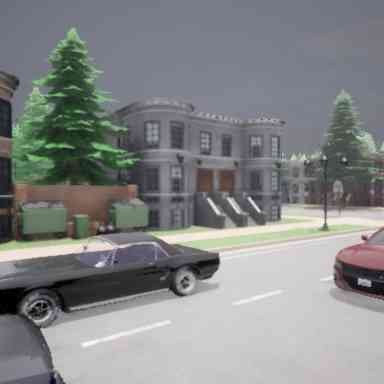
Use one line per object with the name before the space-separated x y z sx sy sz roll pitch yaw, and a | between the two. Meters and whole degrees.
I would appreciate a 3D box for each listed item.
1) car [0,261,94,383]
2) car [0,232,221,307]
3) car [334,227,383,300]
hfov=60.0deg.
car | -3.405 1.560 1.545 5.357 1.411 2.033 0 0 -36
car | -1.747 1.598 7.036 4.718 1.301 1.895 0 0 -35
car | 5.326 1.444 7.781 5.008 1.535 1.882 0 0 -35
